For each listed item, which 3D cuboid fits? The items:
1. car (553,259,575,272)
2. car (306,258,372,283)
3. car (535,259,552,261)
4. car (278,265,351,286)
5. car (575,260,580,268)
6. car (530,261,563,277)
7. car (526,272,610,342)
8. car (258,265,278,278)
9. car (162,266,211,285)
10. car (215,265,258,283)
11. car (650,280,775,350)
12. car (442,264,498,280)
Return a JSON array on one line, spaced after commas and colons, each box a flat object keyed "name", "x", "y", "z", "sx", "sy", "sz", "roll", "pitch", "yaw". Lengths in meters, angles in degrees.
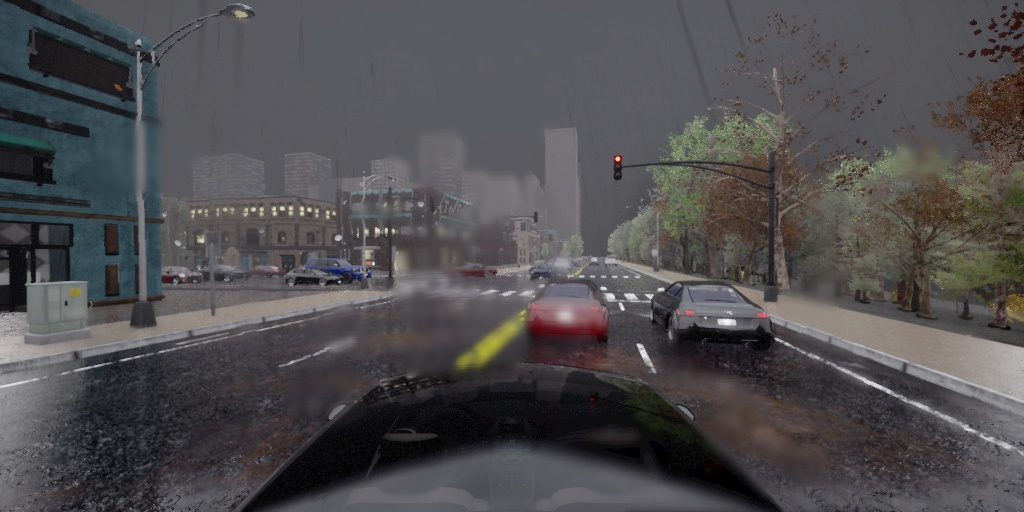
[{"name": "car", "x": 6.459, "y": 1.265, "z": 44.502, "sx": 1.812, "sy": 1.442, "sz": 4.674, "roll": 0, "pitch": 0, "yaw": 14}, {"name": "car", "x": -14.462, "y": 1.197, "z": 29.618, "sx": 5.566, "sy": 2.045, "sz": 2.150, "roll": -1, "pitch": 0, "yaw": 14}, {"name": "car", "x": 3.747, "y": 1.244, "z": 47.165, "sx": 1.837, "sy": 1.490, "sz": 4.892, "roll": 0, "pitch": 0, "yaw": 13}, {"name": "car", "x": -14.808, "y": 1.565, "z": 26.918, "sx": 4.313, "sy": 1.339, "sz": 1.948, "roll": 0, "pitch": 0, "yaw": 13}, {"name": "car", "x": 10.725, "y": 1.333, "z": 62.262, "sx": 1.895, "sy": 1.301, "sz": 4.718, "roll": 0, "pitch": 0, "yaw": 14}, {"name": "car", "x": 2.726, "y": 1.346, "z": 28.891, "sx": 1.895, "sy": 1.301, "sz": 4.718, "roll": 0, "pitch": 0, "yaw": 13}, {"name": "car", "x": 1.659, "y": 1.313, "z": 9.971, "sx": 1.994, "sy": 1.385, "sz": 4.181, "roll": 0, "pitch": 0, "yaw": 13}, {"name": "car", "x": -26.320, "y": 1.657, "z": 38.424, "sx": 4.207, "sy": 1.307, "sz": 1.802, "roll": 0, "pitch": 0, "yaw": 13}, {"name": "car", "x": -28.273, "y": 1.598, "z": 30.274, "sx": 4.097, "sy": 1.591, "sz": 1.967, "roll": 0, "pitch": 0, "yaw": 13}, {"name": "car", "x": -26.041, "y": 1.591, "z": 32.398, "sx": 5.008, "sy": 1.535, "sz": 1.882, "roll": -1, "pitch": 0, "yaw": 13}, {"name": "car", "x": 4.824, "y": 1.312, "z": 9.231, "sx": 1.994, "sy": 1.385, "sz": 4.181, "roll": 0, "pitch": 0, "yaw": 13}, {"name": "car", "x": -3.699, "y": 1.379, "z": 31.455, "sx": 4.718, "sy": 1.301, "sz": 1.895, "roll": -1, "pitch": 0, "yaw": -31}]
